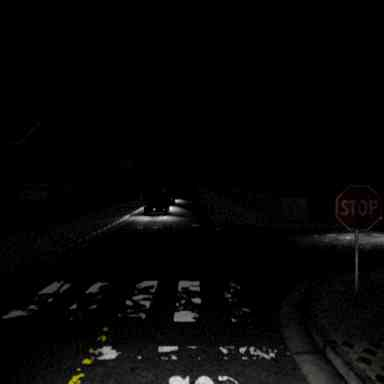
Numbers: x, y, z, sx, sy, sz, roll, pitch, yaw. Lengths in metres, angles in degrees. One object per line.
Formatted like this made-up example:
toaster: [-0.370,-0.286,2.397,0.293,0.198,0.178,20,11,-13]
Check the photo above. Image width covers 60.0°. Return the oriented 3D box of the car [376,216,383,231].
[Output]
car: [12.460,1.556,18.626,4.718,1.301,1.895,0,0,-31]

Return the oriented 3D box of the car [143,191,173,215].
car: [-2.876,0.992,27.847,1.837,1.490,4.892,0,2,0]

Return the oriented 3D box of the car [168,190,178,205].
car: [-2.888,0.734,37.808,1.895,1.301,4.718,0,2,0]
